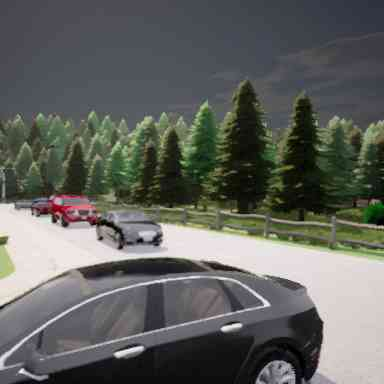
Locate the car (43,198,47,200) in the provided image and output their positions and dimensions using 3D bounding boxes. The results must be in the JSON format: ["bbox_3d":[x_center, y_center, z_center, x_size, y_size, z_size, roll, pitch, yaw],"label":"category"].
[{"bbox_3d":[-17.364,1.355,43.291,2.150,2.045,5.566,1,0,-34],"label":"car"}]

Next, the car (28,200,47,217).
[{"bbox_3d":[-14.226,1.684,32.180,1.895,1.301,4.718,1,0,-34],"label":"car"}]

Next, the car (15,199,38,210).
[{"bbox_3d":[-22.302,1.703,44.225,1.895,1.301,4.718,1,0,-34],"label":"car"}]

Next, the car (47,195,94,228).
[{"bbox_3d":[-8.340,1.280,23.404,2.150,2.045,5.566,1,0,-33],"label":"car"}]

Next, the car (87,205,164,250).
[{"bbox_3d":[-2.901,1.536,14.853,2.128,1.511,4.902,1,0,-30],"label":"car"}]

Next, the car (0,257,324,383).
[{"bbox_3d":[-0.841,1.519,3.426,4.892,1.490,1.837,0,-3,-27],"label":"car"}]

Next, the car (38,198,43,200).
[{"bbox_3d":[-23.188,1.624,51.795,1.882,1.535,5.008,1,0,-34],"label":"car"}]
